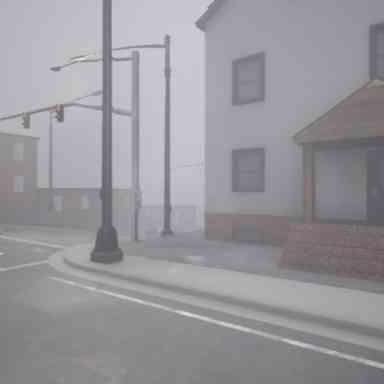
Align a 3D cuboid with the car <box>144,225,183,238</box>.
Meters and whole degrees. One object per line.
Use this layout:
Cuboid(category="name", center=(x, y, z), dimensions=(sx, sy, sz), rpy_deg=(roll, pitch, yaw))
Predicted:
Cuboid(category="car", center=(-2.720, 4.117, 33.950), dimensions=(2.097, 1.767, 4.553), rpy_deg=(0, -13, 35))
